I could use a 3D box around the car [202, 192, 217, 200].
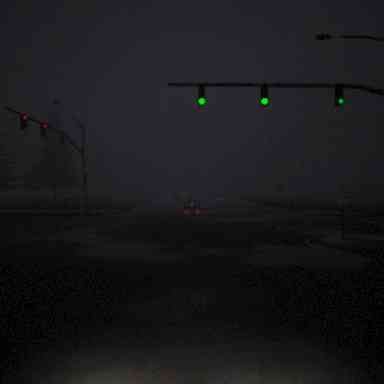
[{"bbox_3d":[3.490,0.962,70.521,2.033,1.411,5.357,0,0,0],"label":"car"}]

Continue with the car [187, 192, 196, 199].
[{"bbox_3d":[-0.011,0.783,80.939,2.128,1.511,4.902,0,0,0],"label":"car"}]

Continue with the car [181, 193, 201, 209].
[{"bbox_3d":[-0.006,1.204,39.913,1.812,1.442,4.674,0,0,0],"label":"car"}]

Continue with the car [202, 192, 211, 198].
[{"bbox_3d":[3.489,0.736,80.939,1.882,1.535,5.008,0,0,0],"label":"car"}]

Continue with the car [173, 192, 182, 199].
[{"bbox_3d":[-3.511,0.783,80.938,2.128,1.511,4.902,0,0,0],"label":"car"}]

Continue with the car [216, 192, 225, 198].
[{"bbox_3d":[6.989,0.782,80.940,1.812,1.442,4.674,0,0,0],"label":"car"}]

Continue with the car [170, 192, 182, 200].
[{"bbox_3d":[-3.510,0.946,70.936,1.812,1.442,4.674,0,0,0],"label":"car"}]

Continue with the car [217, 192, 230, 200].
[{"bbox_3d":[6.990,0.975,70.938,1.994,1.385,4.181,0,0,0],"label":"car"}]
